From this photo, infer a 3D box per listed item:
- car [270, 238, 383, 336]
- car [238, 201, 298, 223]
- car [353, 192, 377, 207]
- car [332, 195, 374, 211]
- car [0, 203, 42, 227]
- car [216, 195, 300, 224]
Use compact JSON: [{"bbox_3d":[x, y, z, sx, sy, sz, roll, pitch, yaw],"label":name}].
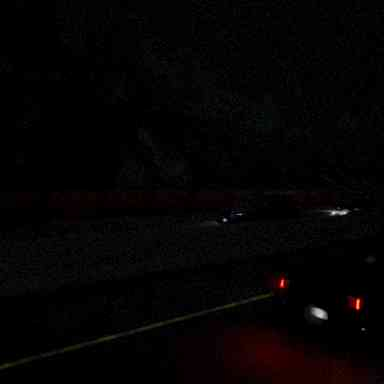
[{"bbox_3d":[3.781,1.581,6.442,4.718,1.301,1.895,0,0,-35],"label":"car"},{"bbox_3d":[5.861,1.469,25.355,4.674,1.442,1.812,0,0,-36],"label":"car"},{"bbox_3d":[23.715,1.084,46.656,5.566,2.045,2.150,0,0,-35],"label":"car"},{"bbox_3d":[18.497,1.437,38.661,5.357,1.411,2.033,0,0,-35],"label":"car"},{"bbox_3d":[-12.192,1.504,21.090,4.892,1.490,1.837,0,0,-35],"label":"car"},{"bbox_3d":[4.048,1.182,19.772,5.566,2.045,2.150,0,0,-36],"label":"car"}]
